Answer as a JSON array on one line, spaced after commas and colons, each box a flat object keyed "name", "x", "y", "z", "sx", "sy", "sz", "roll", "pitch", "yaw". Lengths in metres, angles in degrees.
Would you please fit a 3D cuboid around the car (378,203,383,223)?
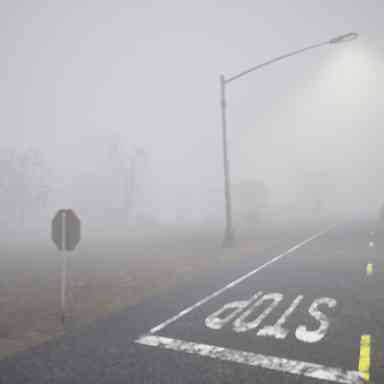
[{"name": "car", "x": 20.796, "y": 2.151, "z": 34.654, "sx": 2.150, "sy": 2.045, "sz": 5.566, "roll": -4, "pitch": -3, "yaw": 29}]

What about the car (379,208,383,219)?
[{"name": "car", "x": 26.440, "y": 2.807, "z": 44.867, "sx": 1.994, "sy": 1.385, "sz": 4.181, "roll": -4, "pitch": -3, "yaw": 29}]
